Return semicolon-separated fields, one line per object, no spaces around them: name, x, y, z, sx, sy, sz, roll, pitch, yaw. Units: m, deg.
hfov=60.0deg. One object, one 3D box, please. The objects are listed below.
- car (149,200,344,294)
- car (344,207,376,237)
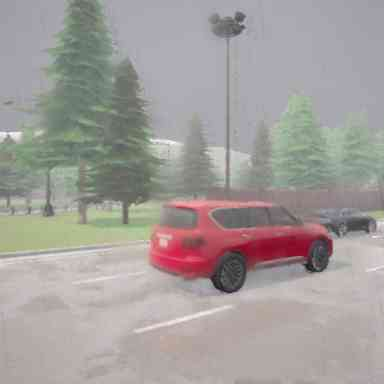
car;1.539;1.247;9.140;5.566;2.045;2.150;0;0;-35
car;8.153;1.554;18.154;4.902;1.511;2.128;0;0;-35
